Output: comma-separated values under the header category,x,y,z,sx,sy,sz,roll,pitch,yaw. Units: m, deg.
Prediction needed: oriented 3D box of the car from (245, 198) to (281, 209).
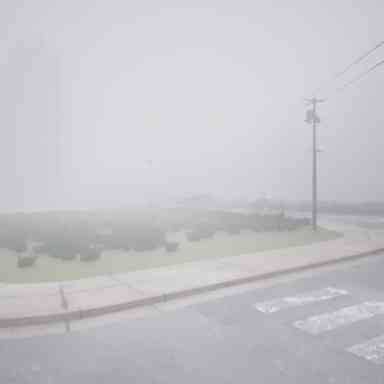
category,x,y,z,sx,sy,sz,roll,pitch,yaw
car,8.279,1.503,38.838,1.837,1.490,4.892,0,0,-35

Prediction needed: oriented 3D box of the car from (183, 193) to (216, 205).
category,x,y,z,sx,sy,sz,roll,pitch,yaw
car,1.025,1.217,48.723,2.150,2.045,5.566,0,0,-39
